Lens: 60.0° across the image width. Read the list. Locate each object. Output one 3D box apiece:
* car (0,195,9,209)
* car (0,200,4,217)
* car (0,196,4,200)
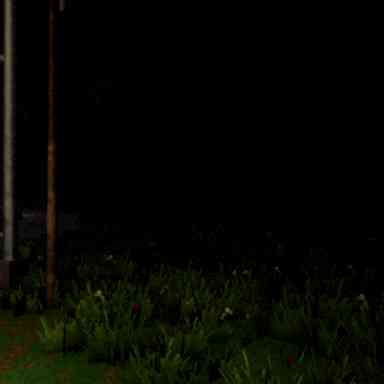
[{"bbox_3d":[-26.101,1.319,43.685,4.553,1.767,2.097,0,0,39],"label":"car"},{"bbox_3d":[-12.912,1.473,20.230,1.837,1.490,4.892,0,1,-16],"label":"car"},{"bbox_3d":[-21.240,1.446,34.543,5.008,1.535,1.882,0,0,45],"label":"car"}]
